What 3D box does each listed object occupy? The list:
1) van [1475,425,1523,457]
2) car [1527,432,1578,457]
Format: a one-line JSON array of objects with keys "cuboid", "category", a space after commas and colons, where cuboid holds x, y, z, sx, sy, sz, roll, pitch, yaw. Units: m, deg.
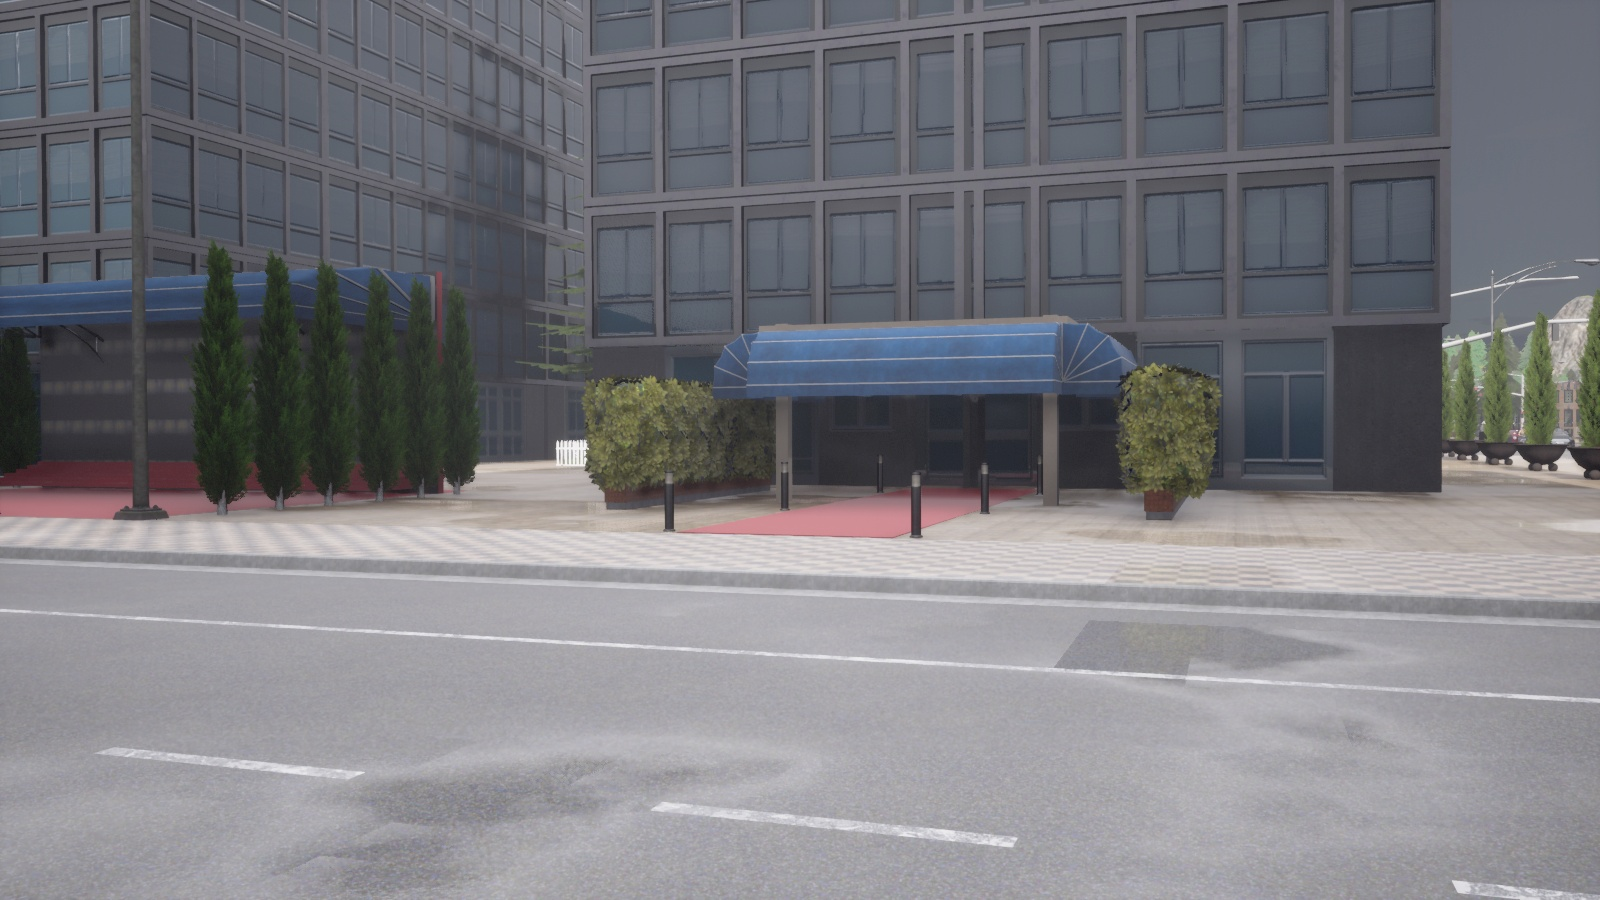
[{"cuboid": [47.010, -0.628, 84.558, 2.069, 2.038, 4.480, 1, 1, 19], "category": "van"}, {"cuboid": [50.862, -0.413, 84.987, 2.033, 1.649, 4.856, 1, 1, 19], "category": "car"}]
